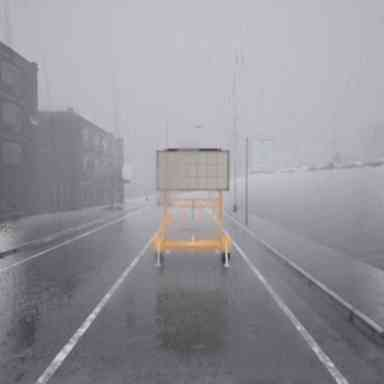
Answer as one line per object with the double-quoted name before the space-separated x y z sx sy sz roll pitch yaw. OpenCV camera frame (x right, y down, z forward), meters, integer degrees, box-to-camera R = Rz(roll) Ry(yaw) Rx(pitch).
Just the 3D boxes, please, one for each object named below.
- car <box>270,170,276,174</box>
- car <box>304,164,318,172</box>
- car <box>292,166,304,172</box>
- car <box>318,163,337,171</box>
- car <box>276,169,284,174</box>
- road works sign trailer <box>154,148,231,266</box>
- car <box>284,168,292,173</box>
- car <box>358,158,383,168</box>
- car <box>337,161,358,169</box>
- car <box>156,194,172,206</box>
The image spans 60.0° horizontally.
"car" 21.695 -4.806 82.707 2.231 1.521 4.892 0 1 -1
"car" 22.888 -4.352 60.609 2.185 1.767 4.553 0 2 -5
"car" 22.417 -4.378 66.114 2.097 1.535 5.008 0 2 -4
"car" 23.510 -4.040 54.921 2.163 1.488 4.792 0 2 -6
"car" 21.826 -4.677 77.190 2.231 1.521 4.892 0 1 -1
"road works sign trailer" 0.034 0.359 11.057 2.380 3.560 2.880 0 1 1
"car" 22.062 -4.490 71.650 2.002 1.452 4.674 0 2 -3
"car" 25.022 -3.769 44.089 2.231 1.521 4.892 0 2 -9
"car" 24.215 -3.879 49.449 2.002 1.452 4.674 0 2 -7
"car" -3.624 1.076 44.184 2.128 1.511 4.902 0 0 0
